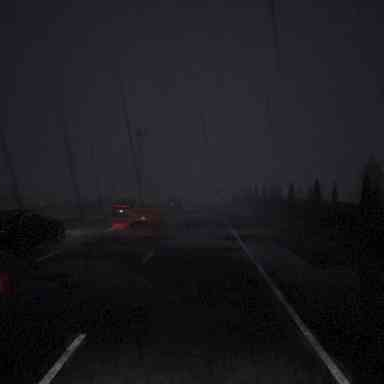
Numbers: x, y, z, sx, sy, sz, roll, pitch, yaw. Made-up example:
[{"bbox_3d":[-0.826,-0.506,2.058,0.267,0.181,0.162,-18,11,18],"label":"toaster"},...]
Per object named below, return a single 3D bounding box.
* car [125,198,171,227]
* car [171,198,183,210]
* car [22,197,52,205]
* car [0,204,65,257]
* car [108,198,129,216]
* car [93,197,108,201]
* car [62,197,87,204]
[{"bbox_3d":[-2.773,1.376,22.002,1.882,1.535,5.008,0,0,2],"label":"car"},{"bbox_3d":[-2.169,1.371,39.773,1.994,1.385,4.181,0,0,2],"label":"car"},{"bbox_3d":[-19.765,1.330,42.703,1.882,1.535,5.008,0,0,2],"label":"car"},{"bbox_3d":[-6.568,1.449,12.761,2.128,1.511,4.902,0,0,2],"label":"car"},{"bbox_3d":[-5.975,1.370,30.851,1.837,1.490,4.892,0,0,2],"label":"car"},{"bbox_3d":[-12.625,1.374,46.431,1.994,1.385,4.181,0,0,2],"label":"car"},{"bbox_3d":[-16.139,1.371,46.154,2.033,1.411,5.357,0,0,2],"label":"car"}]
